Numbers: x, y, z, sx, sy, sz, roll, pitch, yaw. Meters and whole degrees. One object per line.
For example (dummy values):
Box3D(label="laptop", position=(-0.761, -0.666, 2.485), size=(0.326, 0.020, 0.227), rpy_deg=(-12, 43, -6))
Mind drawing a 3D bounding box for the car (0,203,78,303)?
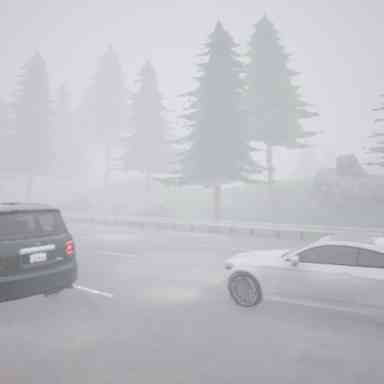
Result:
Box3D(label="car", position=(-4.937, 1.266, 7.517), size=(5.566, 2.045, 2.150), rpy_deg=(0, 0, 35))

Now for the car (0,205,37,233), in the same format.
Box3D(label="car", position=(-11.946, 1.636, 21.017), size=(4.674, 1.442, 1.812), rpy_deg=(0, 0, 36))

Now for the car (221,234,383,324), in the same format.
Box3D(label="car", position=(2.787, 1.532, 6.304), size=(4.674, 1.442, 1.812), rpy_deg=(0, 0, 36))
